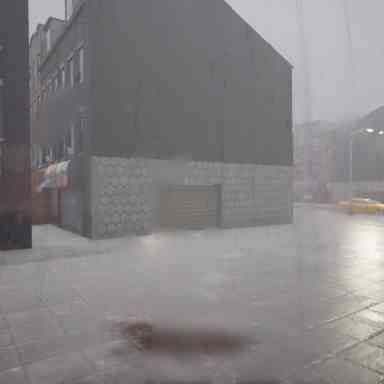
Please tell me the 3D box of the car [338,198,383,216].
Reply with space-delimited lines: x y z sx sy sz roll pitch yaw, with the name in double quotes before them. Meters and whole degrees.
"car" 15.852 1.355 30.246 1.882 1.535 5.008 -1 1 -35
